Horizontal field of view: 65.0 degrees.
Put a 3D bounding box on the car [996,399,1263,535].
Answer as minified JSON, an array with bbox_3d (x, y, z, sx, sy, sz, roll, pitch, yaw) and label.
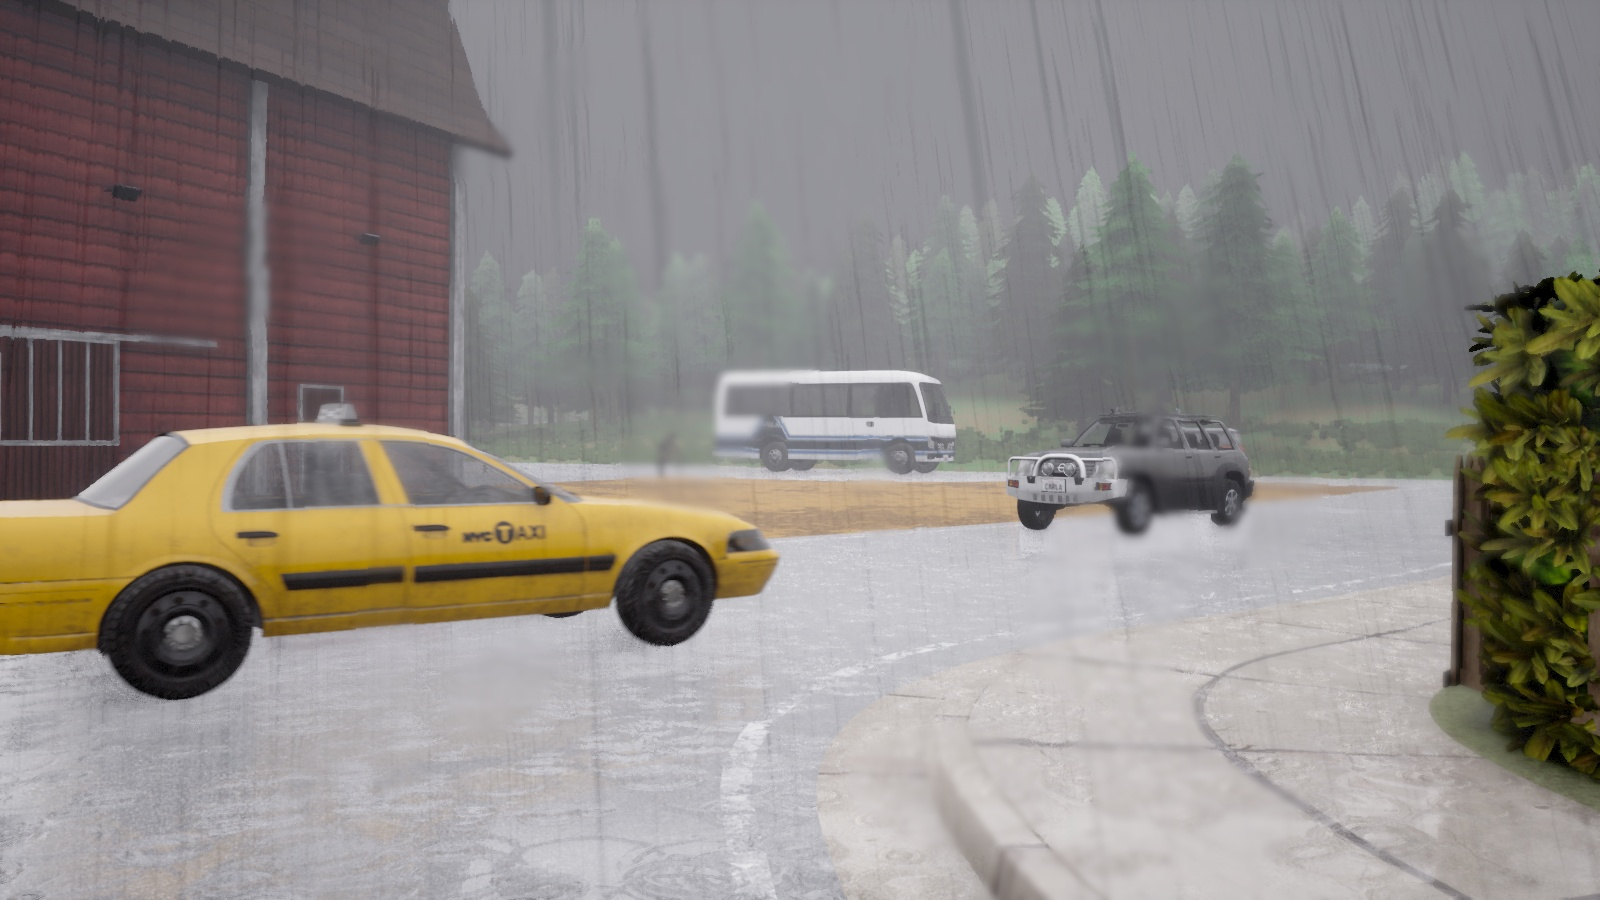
[{"bbox_3d":[5.197,0.201,19.418,1.932,1.855,4.605,0,1,45],"label":"car"}]

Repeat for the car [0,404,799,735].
[{"bbox_3d":[-2.704,0.535,7.904,5.366,1.575,1.801,-1,1,-37],"label":"car"}]

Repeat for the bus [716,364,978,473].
[{"bbox_3d":[1.927,-1.214,52.817,10.273,4.253,3.944,0,1,26],"label":"bus"}]

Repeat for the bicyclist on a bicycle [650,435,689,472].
[{"bbox_3d":[-5.874,0.157,56.603,1.656,1.620,0.582,0,1,26],"label":"bicyclist on a bicycle"}]
